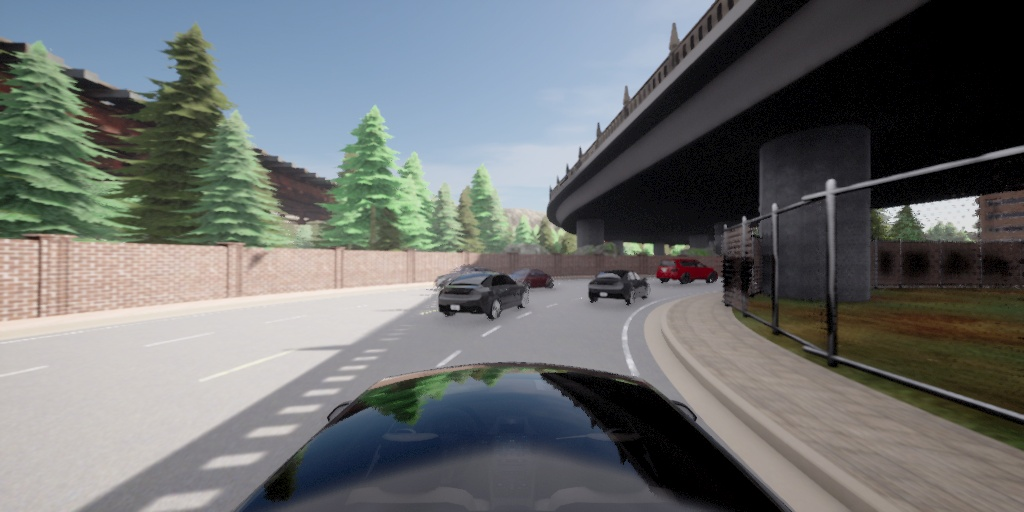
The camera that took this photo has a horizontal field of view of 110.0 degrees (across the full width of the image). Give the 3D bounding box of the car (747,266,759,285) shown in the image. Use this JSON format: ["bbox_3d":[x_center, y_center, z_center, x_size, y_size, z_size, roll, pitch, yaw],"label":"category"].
[{"bbox_3d":[20.340,1.423,28.187,4.553,1.767,2.097,0,0,-19],"label":"car"}]

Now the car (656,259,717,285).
[{"bbox_3d":[14.477,1.281,29.687,5.566,2.045,2.150,1,-1,-27],"label":"car"}]

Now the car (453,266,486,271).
[{"bbox_3d":[-2.927,1.426,23.922,2.128,1.511,4.902,0,-1,37],"label":"car"}]

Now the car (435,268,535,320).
[{"bbox_3d":[-0.866,1.354,13.245,1.837,1.490,4.892,-1,-1,21],"label":"car"}]

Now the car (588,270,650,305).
[{"bbox_3d":[5.217,1.414,17.217,1.837,1.490,4.892,-1,-1,33],"label":"car"}]

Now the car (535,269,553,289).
[{"bbox_3d":[0.891,1.509,23.200,1.994,1.385,4.181,0,-1,40],"label":"car"}]
